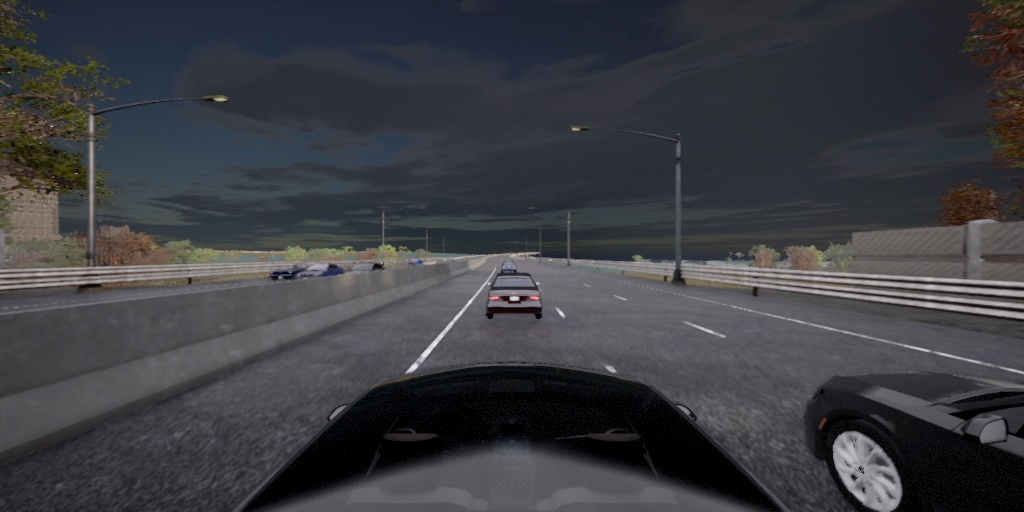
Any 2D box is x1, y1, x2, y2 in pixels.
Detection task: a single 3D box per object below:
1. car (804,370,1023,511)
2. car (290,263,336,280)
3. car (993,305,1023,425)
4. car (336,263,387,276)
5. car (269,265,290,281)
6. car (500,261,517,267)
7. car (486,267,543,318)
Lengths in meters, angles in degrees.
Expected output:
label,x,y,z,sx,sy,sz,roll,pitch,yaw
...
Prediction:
label,x,y,z,sx,sy,sz,roll,pitch,yaw
car,3.593,1.254,1.272,1.837,1.490,4.892,0,0,0
car,-14.300,1.272,27.087,1.812,1.442,4.674,0,0,-1
car,7.091,1.313,2.452,1.994,1.385,4.181,0,0,0
car,-10.795,1.251,26.657,1.837,1.490,4.892,0,0,-1
car,-17.842,1.347,29.774,1.895,1.301,4.718,0,0,-1
car,-0.381,1.284,42.046,2.033,1.411,5.357,0,0,-1
car,0.054,1.296,13.018,2.033,1.411,5.357,0,0,0
